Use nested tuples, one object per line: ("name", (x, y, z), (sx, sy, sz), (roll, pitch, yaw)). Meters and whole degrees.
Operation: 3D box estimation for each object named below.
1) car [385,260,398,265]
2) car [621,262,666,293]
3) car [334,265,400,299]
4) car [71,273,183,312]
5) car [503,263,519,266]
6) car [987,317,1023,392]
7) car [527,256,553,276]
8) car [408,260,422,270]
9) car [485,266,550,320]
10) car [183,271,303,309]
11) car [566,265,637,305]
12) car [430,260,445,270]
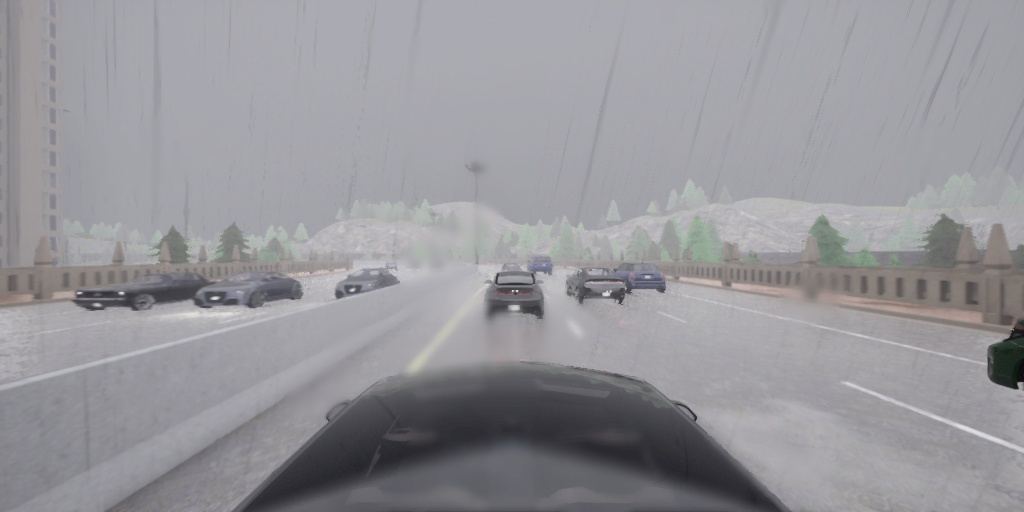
("car", (-18.816, 1.406, 56.174), (2.128, 1.511, 4.902), (0, 0, -18))
("car", (7.108, 1.125, 20.900), (2.097, 1.767, 4.553), (0, 0, 0))
("car", (-7.109, 1.331, 17.989), (1.994, 1.385, 4.181), (0, 0, 0))
("car", (-14.096, 1.362, 14.423), (1.895, 1.301, 4.718), (0, 0, 0))
("car", (-0.136, 1.349, 33.939), (2.033, 1.411, 5.357), (0, 0, -4))
("car", (7.101, 0.972, 2.066), (2.150, 2.045, 5.566), (0, 0, 0))
("car", (2.949, 1.037, 38.801), (2.150, 2.045, 5.566), (0, 0, -6))
("car", (-15.246, 1.412, 56.567), (1.837, 1.490, 4.892), (0, 0, -18))
("car", (0.105, 1.264, 12.684), (1.837, 1.490, 4.892), (0, 0, 0))
("car", (-10.603, 1.326, 14.813), (1.994, 1.385, 4.181), (0, 0, 0))
("car", (3.606, 1.255, 16.128), (2.128, 1.511, 4.902), (0, 0, 0))
("car", (-12.127, 1.388, 58.234), (1.882, 1.535, 5.008), (0, 0, -18))
